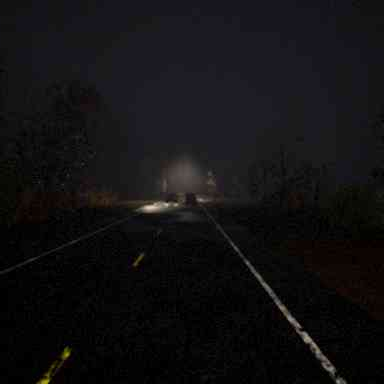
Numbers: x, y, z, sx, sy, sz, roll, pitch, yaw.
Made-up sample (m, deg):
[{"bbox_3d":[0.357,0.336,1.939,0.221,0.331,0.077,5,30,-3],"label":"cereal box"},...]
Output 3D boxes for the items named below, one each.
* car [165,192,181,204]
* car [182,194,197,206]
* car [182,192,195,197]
[{"bbox_3d":[-3.785,1.119,62.198,2.150,2.045,5.566,0,0,0],"label":"car"},{"bbox_3d":[-0.126,1.474,54.016,1.994,1.385,4.181,0,0,0],"label":"car"},{"bbox_3d":[-0.275,1.117,63.483,2.150,2.045,5.566,0,0,0],"label":"car"}]
